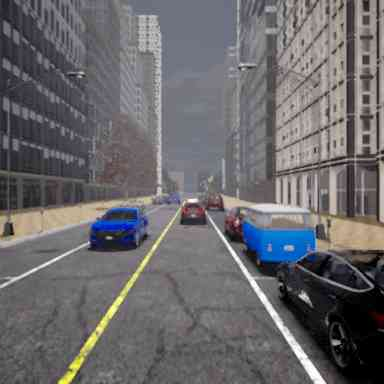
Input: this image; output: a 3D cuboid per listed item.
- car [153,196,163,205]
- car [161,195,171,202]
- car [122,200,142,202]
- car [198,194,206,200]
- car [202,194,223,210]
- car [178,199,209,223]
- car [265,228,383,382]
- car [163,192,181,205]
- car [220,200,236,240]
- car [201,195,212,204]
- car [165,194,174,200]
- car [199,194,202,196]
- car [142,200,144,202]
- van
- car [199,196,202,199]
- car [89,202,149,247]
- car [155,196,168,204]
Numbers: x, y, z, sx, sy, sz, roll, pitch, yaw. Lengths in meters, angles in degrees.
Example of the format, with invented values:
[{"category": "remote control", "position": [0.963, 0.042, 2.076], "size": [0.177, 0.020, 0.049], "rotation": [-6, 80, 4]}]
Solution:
[{"category": "car", "position": [-5.691, 1.416, 56.640], "size": [2.008, 1.369, 4.403], "rotation": [0, 0, 0]}, {"category": "car", "position": [-5.692, 1.394, 73.716], "size": [1.802, 1.307, 4.206], "rotation": [0, 0, 0]}, {"category": "car", "position": [-5.689, 1.466, 28.008], "size": [1.752, 1.417, 4.829], "rotation": [0, 0, 0]}, {"category": "car", "position": [2.687, 1.322, 90.782], "size": [1.947, 1.339, 4.313], "rotation": [0, 0, 0]}, {"category": "car", "position": [2.692, 1.227, 39.552], "size": [2.192, 1.841, 5.009], "rotation": [0, 0, 0]}, {"category": "car", "position": [0.100, 1.474, 25.199], "size": [1.812, 1.442, 4.674], "rotation": [0, 0, 0]}, {"category": "car", "position": [2.693, 1.556, 5.398], "size": [1.947, 1.339, 4.313], "rotation": [0, 0, 0]}, {"category": "car", "position": [-3.062, 1.089, 55.881], "size": [2.150, 2.045, 5.566], "rotation": [0, 0, 0]}, {"category": "car", "position": [2.692, 1.407, 16.783], "size": [1.967, 1.590, 4.097], "rotation": [0, 0, 0]}, {"category": "car", "position": [2.689, 1.373, 62.490], "size": [1.752, 1.417, 4.829], "rotation": [0, 0, 0]}, {"category": "car", "position": [-5.693, 1.326, 85.101], "size": [2.008, 1.369, 4.403], "rotation": [0, 0, 0]}, {"category": "car", "position": [2.691, 1.197, 50.936], "size": [2.192, 1.841, 5.009], "rotation": [0, 0, 0]}, {"category": "car", "position": [-5.690, 1.477, 33.871], "size": [2.008, 1.369, 4.403], "rotation": [0, 0, 0]}, {"category": "van", "position": [2.693, 1.320, 11.092], "size": [1.690, 1.788, 3.998], "rotation": [0, 0, 0]}, {"category": "car", "position": [0.097, 1.508, 41.487], "size": [1.895, 1.301, 4.718], "rotation": [0, 0, 0]}, {"category": "car", "position": [-3.102, 1.448, 14.982], "size": [1.882, 1.535, 5.008], "rotation": [0, 0, 0]}, {"category": "car", "position": [-5.692, 1.414, 62.333], "size": [1.947, 1.339, 4.313], "rotation": [0, 0, 0]}]
